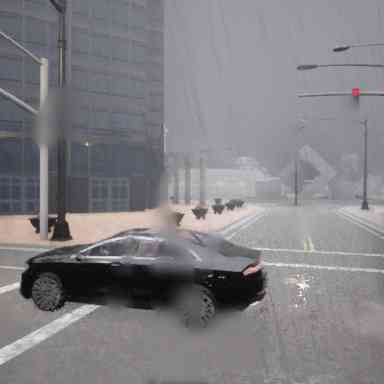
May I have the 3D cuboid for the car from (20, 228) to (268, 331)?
[{"bbox_3d":[-1.011,1.471,6.551,4.902,1.511,2.128,0,0,17],"label":"car"}]
